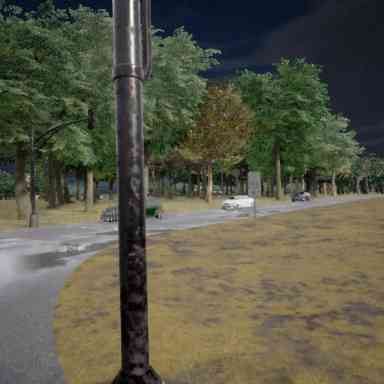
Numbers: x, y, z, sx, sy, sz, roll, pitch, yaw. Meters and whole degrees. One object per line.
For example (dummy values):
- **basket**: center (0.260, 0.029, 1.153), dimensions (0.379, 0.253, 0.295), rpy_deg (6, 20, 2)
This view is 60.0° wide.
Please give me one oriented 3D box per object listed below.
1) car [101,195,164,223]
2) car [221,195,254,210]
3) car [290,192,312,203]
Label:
- **car**: center (-4.033, 1.128, 22.851), dimensions (2.097, 1.767, 4.553), rpy_deg (-3, -1, 37)
- **car**: center (4.779, 1.071, 34.432), dimensions (1.812, 1.442, 4.674), rpy_deg (-3, -1, 37)
- **car**: center (16.226, 0.772, 49.355), dimensions (1.837, 1.490, 4.892), rpy_deg (-3, -1, 38)
